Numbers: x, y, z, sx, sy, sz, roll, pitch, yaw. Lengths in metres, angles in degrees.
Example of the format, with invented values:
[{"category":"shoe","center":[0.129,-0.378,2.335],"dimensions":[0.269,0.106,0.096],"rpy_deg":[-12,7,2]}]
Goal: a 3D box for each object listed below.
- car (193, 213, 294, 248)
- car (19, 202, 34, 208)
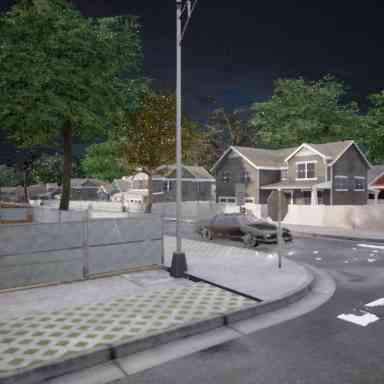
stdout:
[{"category":"car","center":[2.226,1.748,16.167],"dimensions":[2.033,1.411,5.357],"rpy_deg":[0,-1,-36]},{"category":"car","center":[-30.072,2.605,60.455],"dimensions":[1.994,1.385,4.181],"rpy_deg":[0,-1,-36]}]
